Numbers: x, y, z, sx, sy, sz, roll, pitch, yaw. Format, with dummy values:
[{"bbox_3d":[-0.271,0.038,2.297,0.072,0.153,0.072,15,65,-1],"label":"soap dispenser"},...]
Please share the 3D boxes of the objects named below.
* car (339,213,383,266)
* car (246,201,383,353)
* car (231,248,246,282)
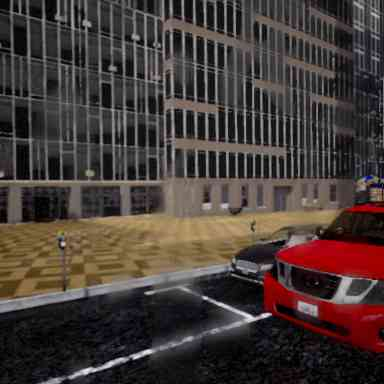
[{"bbox_3d":[7.413,1.519,11.859,4.829,1.417,1.752,0,-1,-35],"label":"car"},{"bbox_3d":[3.807,1.218,6.090,5.566,2.045,2.150,0,0,-35],"label":"car"},{"bbox_3d":[2.971,1.547,8.691,4.403,1.369,2.008,0,-1,-35],"label":"car"}]
